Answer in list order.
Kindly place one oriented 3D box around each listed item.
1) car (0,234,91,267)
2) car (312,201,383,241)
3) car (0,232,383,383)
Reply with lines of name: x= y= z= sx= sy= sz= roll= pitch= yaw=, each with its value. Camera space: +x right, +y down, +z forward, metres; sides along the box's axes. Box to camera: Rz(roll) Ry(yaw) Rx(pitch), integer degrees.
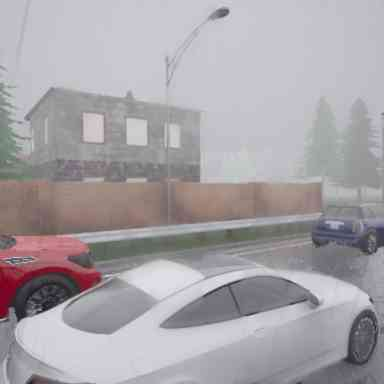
car: x=-4.272 y=1.231 z=5.006 sx=5.566 sy=2.045 sz=2.150 roll=-1 pitch=1 yaw=-35
car: x=6.675 y=1.190 z=12.756 sx=4.553 sy=1.767 sz=2.097 roll=-1 pitch=1 yaw=-35
car: x=0.379 y=1.493 z=4.010 sx=4.674 sy=1.442 sz=1.812 roll=-1 pitch=1 yaw=-35
